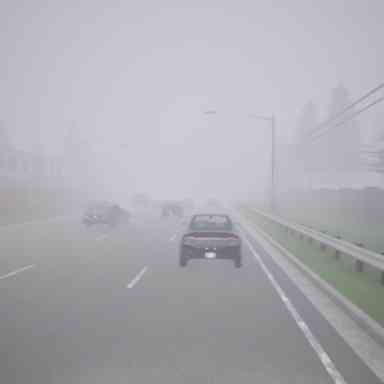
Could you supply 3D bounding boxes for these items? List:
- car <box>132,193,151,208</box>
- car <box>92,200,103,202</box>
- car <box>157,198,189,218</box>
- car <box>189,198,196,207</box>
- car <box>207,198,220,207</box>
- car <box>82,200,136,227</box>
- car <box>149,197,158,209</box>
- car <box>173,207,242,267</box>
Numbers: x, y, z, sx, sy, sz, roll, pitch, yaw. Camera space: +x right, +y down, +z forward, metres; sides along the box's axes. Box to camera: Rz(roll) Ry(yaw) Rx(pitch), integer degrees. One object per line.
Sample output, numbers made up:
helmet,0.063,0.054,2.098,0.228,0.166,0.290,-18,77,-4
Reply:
car,-7.403,1.226,49.608,2.150,2.045,5.566,0,0,4
car,-8.542,1.471,31.855,2.128,1.511,4.902,0,0,4
car,-1.624,1.525,30.412,1.837,1.490,4.892,0,0,4
car,-0.561,1.588,47.297,2.033,1.411,5.357,0,0,4
car,3.277,1.631,51.467,1.994,1.385,4.181,0,0,4
car,-5.658,1.535,22.541,2.033,1.411,5.357,0,0,4
car,-4.207,1.619,45.606,1.895,1.301,4.718,0,0,4
car,0.649,1.506,11.476,2.128,1.511,4.902,0,0,3
